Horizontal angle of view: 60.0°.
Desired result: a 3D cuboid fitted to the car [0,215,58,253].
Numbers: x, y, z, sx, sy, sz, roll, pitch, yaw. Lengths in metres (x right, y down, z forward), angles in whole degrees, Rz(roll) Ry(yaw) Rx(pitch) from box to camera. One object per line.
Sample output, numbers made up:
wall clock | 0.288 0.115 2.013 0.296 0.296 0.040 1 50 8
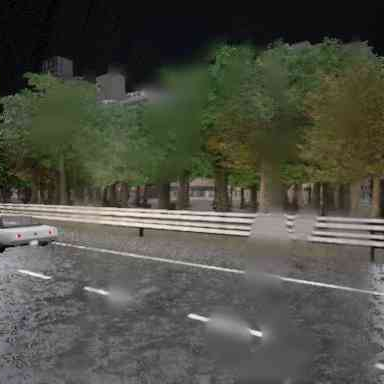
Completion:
car | -7.673 1.602 13.654 4.718 1.301 1.895 0 0 36
